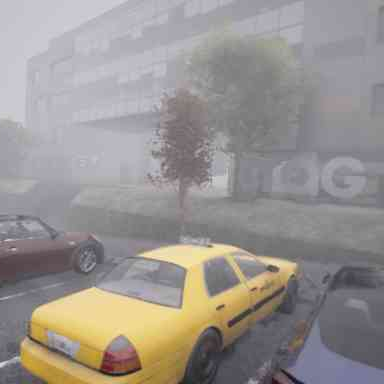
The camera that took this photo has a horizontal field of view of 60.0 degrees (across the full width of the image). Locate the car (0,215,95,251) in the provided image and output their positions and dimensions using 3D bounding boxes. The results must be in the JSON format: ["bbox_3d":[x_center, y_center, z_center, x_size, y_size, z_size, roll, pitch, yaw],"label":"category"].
[{"bbox_3d":[-4.461,1.347,8.424,2.185,1.767,4.553,0,0,36],"label":"car"}]

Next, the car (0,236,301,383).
[{"bbox_3d":[0.216,1.475,5.355,1.946,1.575,5.366,0,0,35],"label":"car"}]
